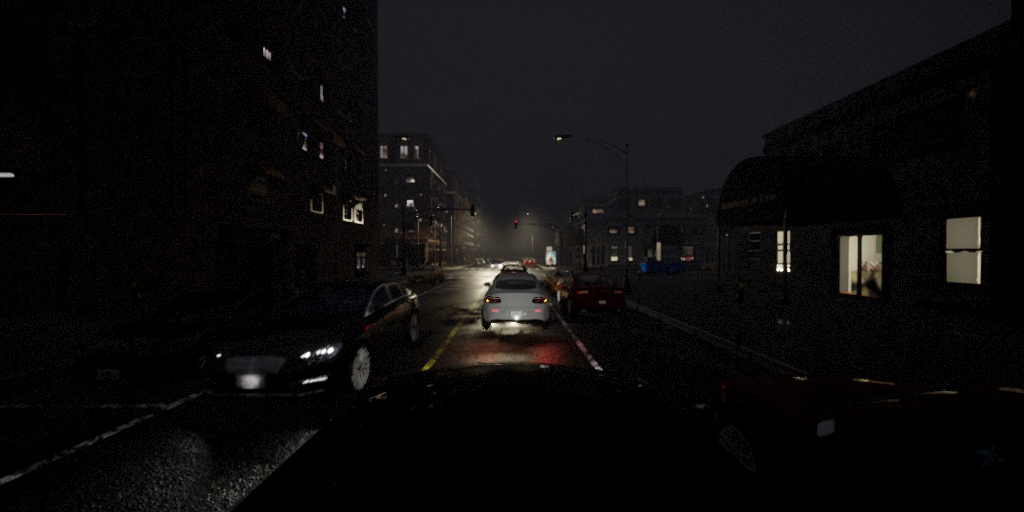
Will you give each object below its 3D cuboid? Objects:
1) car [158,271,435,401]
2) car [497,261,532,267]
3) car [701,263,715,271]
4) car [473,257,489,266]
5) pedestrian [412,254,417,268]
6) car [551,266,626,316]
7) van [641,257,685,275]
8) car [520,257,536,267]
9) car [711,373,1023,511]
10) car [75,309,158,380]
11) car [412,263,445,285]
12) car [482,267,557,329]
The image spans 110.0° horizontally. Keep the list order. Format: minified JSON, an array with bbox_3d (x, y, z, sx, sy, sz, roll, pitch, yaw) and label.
[{"bbox_3d":[-3.095,1.213,6.696,2.128,1.511,4.902,0,0,0],"label":"car"},{"bbox_3d":[0.128,1.232,24.050,1.895,1.301,4.718,0,0,1],"label":"car"},{"bbox_3d":[25.517,1.094,43.528,4.829,1.417,1.751,0,0,0],"label":"car"},{"bbox_3d":[-5.643,1.001,62.477,2.007,1.370,4.403,0,0,0],"label":"car"},{"bbox_3d":[-12.596,0.589,46.206,0.375,1.860,0.375,0,1,0],"label":"pedestrian"},{"bbox_3d":[2.699,1.233,12.922,1.888,1.381,4.507,0,0,0],"label":"car"},{"bbox_3d":[14.682,0.983,35.076,3.998,1.789,1.690,0,0,0],"label":"van"},{"bbox_3d":[2.733,0.914,56.786,1.967,1.591,4.097,0,0,0],"label":"car"},{"bbox_3d":[2.690,1.296,1.528,1.888,1.381,4.507,0,0,0],"label":"car"},{"bbox_3d":[-5.687,1.285,7.237,1.948,1.339,4.313,0,0,0],"label":"car"},{"bbox_3d":[-5.674,1.154,24.156,1.751,1.417,4.829,0,0,0],"label":"car"},{"bbox_3d":[0.106,1.225,10.945,1.812,1.442,4.674,0,0,0],"label":"car"}]
